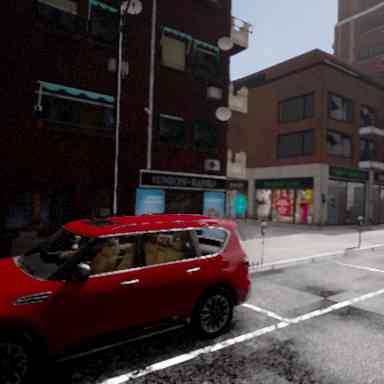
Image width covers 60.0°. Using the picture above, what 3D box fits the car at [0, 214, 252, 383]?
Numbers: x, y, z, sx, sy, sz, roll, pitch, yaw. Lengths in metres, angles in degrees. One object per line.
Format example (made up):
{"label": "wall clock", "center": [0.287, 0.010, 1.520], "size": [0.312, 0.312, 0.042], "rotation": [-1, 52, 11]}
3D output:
{"label": "car", "center": [-1.258, 1.335, 5.167], "size": [5.009, 1.841, 2.192], "rotation": [1, 1, -35]}
